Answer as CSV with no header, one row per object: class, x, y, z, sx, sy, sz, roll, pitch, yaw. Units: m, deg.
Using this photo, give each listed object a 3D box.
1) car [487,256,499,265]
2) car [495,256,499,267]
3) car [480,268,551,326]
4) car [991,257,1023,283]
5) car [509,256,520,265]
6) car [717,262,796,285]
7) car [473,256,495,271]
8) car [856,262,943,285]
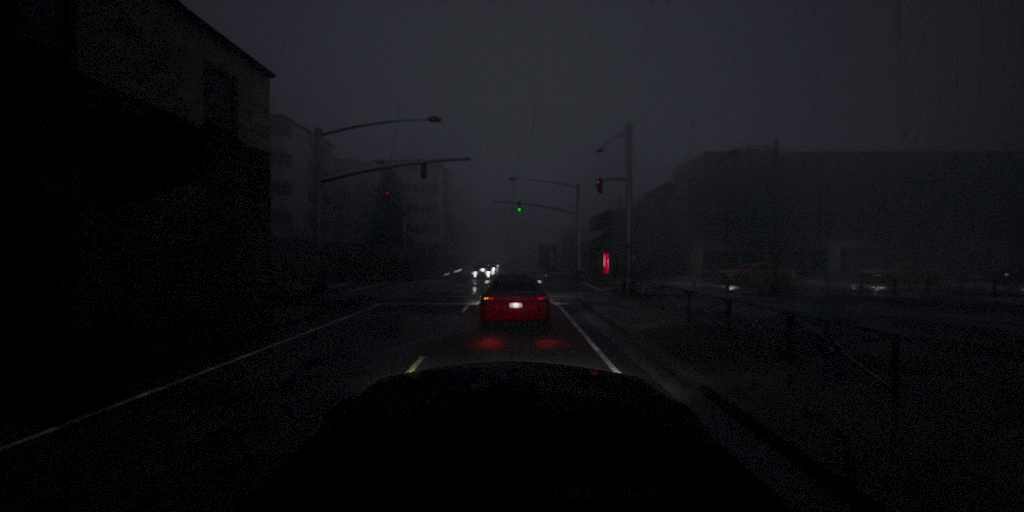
car,-3.235,0.813,63.079,1.837,1.490,4.892,0,0,1
car,-3.334,0.984,52.623,1.895,1.301,4.718,0,0,0
car,0.051,1.244,11.398,1.994,1.385,4.181,0,0,-1
car,38.129,0.969,25.618,5.566,2.045,2.150,0,0,1
car,0.407,0.800,62.915,2.128,1.511,4.902,0,0,0
car,17.414,1.228,25.697,5.008,1.535,1.882,0,0,0
car,-3.395,0.981,42.589,1.812,1.442,4.674,0,0,0
car,27.639,1.226,25.667,5.008,1.535,1.882,0,0,0
